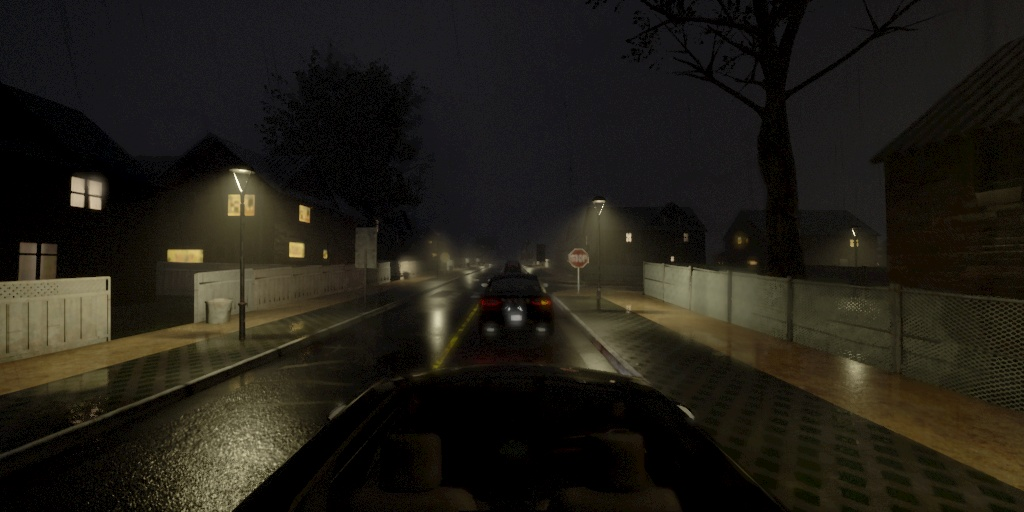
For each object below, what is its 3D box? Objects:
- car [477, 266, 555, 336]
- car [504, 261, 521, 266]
[{"bbox_3d":[0.096,1.233,10.486,1.882,1.535,5.008,0,0,0],"label":"car"},{"bbox_3d":[0.089,1.278,42.553,1.882,1.535,5.008,0,0,0],"label":"car"}]
